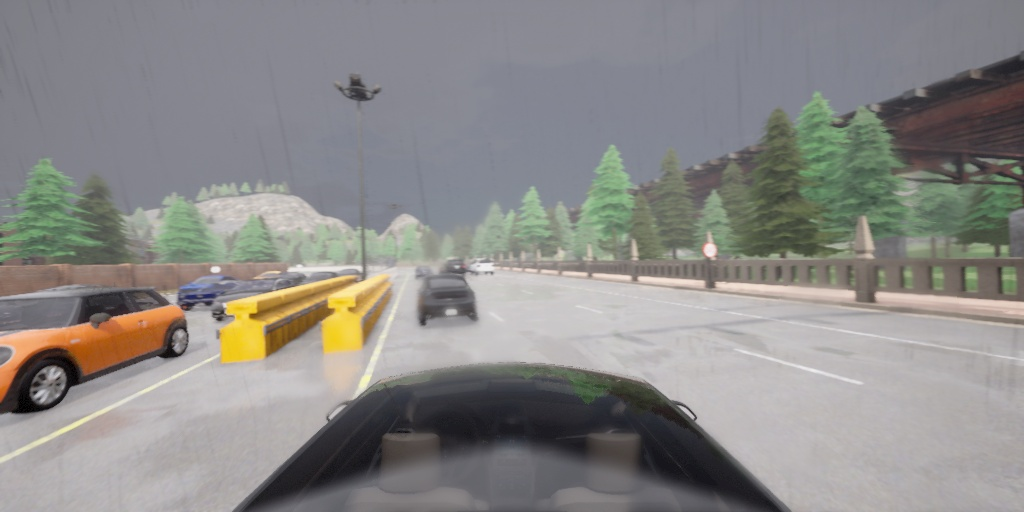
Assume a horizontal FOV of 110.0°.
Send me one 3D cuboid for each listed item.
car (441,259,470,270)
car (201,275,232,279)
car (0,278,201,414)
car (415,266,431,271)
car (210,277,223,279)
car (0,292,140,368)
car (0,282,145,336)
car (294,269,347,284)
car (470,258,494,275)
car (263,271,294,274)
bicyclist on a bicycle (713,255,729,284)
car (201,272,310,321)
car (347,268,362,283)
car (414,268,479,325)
[{"bbox_3d":[-6.728,1.422,41.942,2.150,2.045,5.566,-2,0,-15],"label":"car"},{"bbox_3d":[-20.243,2.065,24.310,1.882,1.535,5.008,-2,0,-15],"label":"car"},{"bbox_3d":[-8.109,1.414,6.310,2.097,1.767,4.553,-2,0,-15],"label":"car"},{"bbox_3d":[-9.817,1.848,40.012,2.033,1.411,5.357,-2,0,-15],"label":"car"},{"bbox_3d":[-15.131,1.978,18.830,1.895,1.301,4.718,-2,0,-15],"label":"car"},{"bbox_3d":[-12.526,1.835,9.253,1.895,1.301,4.718,-2,0,-15],"label":"car"},{"bbox_3d":[-17.515,1.943,14.249,1.837,1.490,4.892,-2,0,-15],"label":"car"},{"bbox_3d":[-13.172,1.845,24.969,1.837,1.490,4.892,-2,0,-15],"label":"car"},{"bbox_3d":[-3.684,1.324,43.832,2.150,2.045,5.566,-2,0,-15],"label":"car"},{"bbox_3d":[-17.815,2.016,28.728,2.128,1.511,4.902,-2,0,-15],"label":"car"},{"bbox_3d":[11.042,0.750,19.215,1.656,1.620,0.582,-1,-1,-15],"label":"bicyclist on a bicycle"},{"bbox_3d":[-10.482,1.684,15.049,2.128,1.511,4.902,-2,0,-15],"label":"car"},{"bbox_3d":[-15.901,1.968,35.104,1.882,1.535,5.008,-2,0,-15],"label":"car"},{"bbox_3d":[-2.402,1.400,12.754,1.837,1.490,4.892,-2,0,-15],"label":"car"}]
